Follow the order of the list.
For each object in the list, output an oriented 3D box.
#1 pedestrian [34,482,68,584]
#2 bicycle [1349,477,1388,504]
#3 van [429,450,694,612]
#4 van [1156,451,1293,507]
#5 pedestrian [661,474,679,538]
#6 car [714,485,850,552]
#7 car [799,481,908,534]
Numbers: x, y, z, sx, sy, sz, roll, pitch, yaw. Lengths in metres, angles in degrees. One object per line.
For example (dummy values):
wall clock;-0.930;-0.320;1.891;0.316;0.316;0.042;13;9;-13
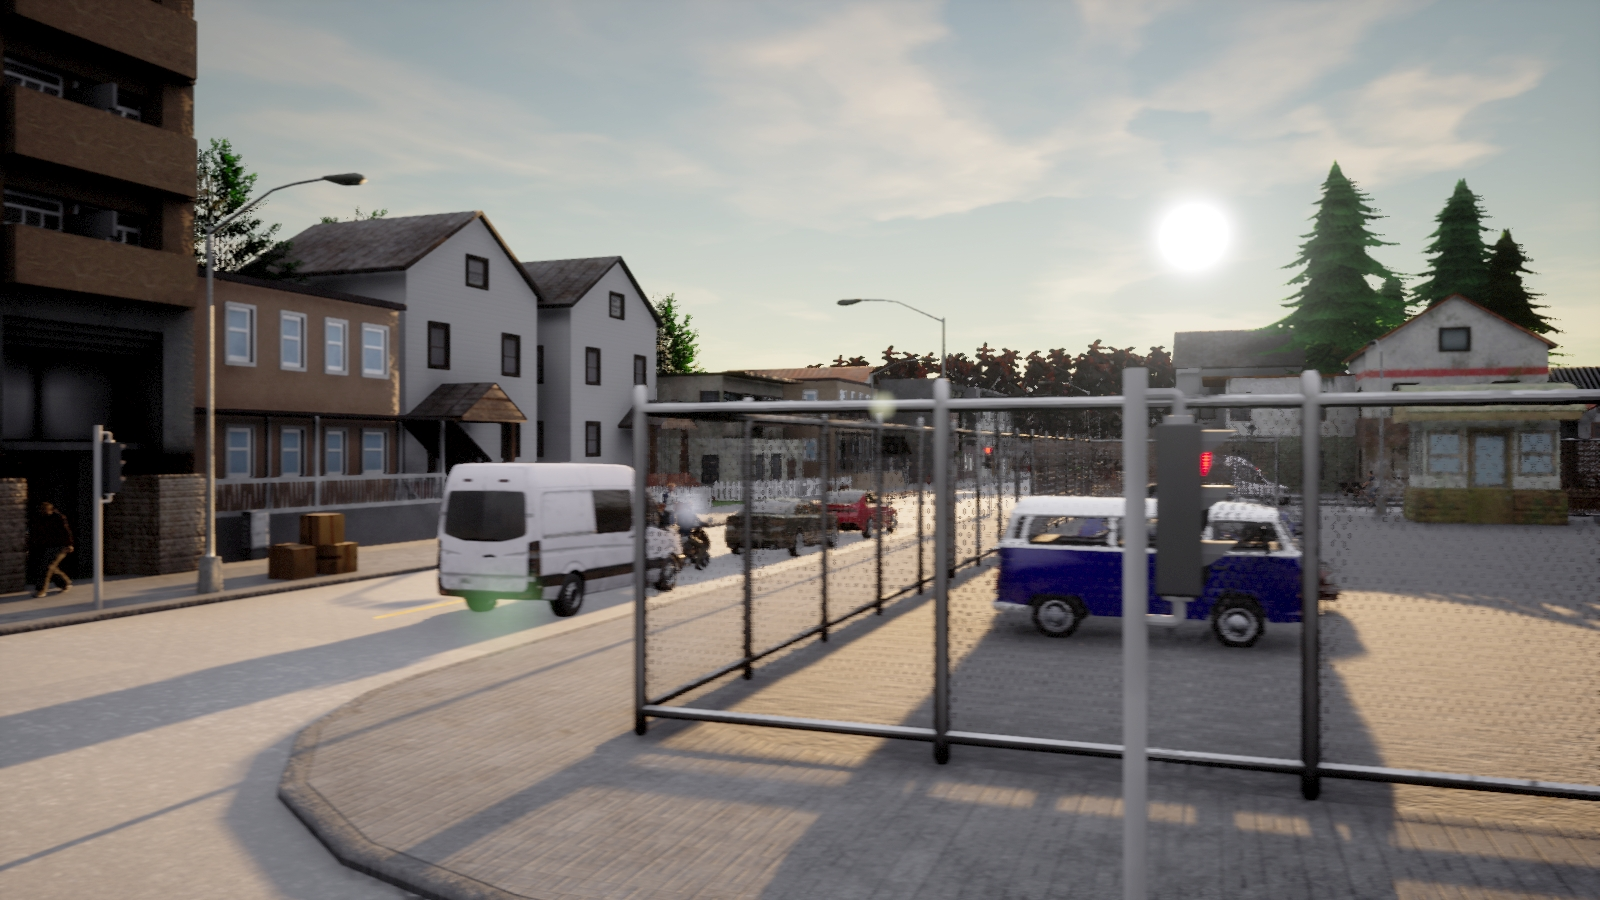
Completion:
pedestrian;-13.779;1.516;21.017;0.375;1.860;0.375;0;0;8
bicycle;27.391;1.936;55.068;1.643;1.296;0.373;0;0;20
van;-4.134;1.311;21.186;1.988;2.561;5.915;0;-1;20
van;19.811;1.315;53.549;5.915;2.561;1.988;0;0;20
pedestrian;-3.806;1.628;33.339;0.375;1.860;0.375;0;0;30
car;-0.387;1.814;31.517;2.097;1.535;5.006;0;0;20
car;1.857;1.841;37.708;2.231;1.480;4.892;0;0;20
